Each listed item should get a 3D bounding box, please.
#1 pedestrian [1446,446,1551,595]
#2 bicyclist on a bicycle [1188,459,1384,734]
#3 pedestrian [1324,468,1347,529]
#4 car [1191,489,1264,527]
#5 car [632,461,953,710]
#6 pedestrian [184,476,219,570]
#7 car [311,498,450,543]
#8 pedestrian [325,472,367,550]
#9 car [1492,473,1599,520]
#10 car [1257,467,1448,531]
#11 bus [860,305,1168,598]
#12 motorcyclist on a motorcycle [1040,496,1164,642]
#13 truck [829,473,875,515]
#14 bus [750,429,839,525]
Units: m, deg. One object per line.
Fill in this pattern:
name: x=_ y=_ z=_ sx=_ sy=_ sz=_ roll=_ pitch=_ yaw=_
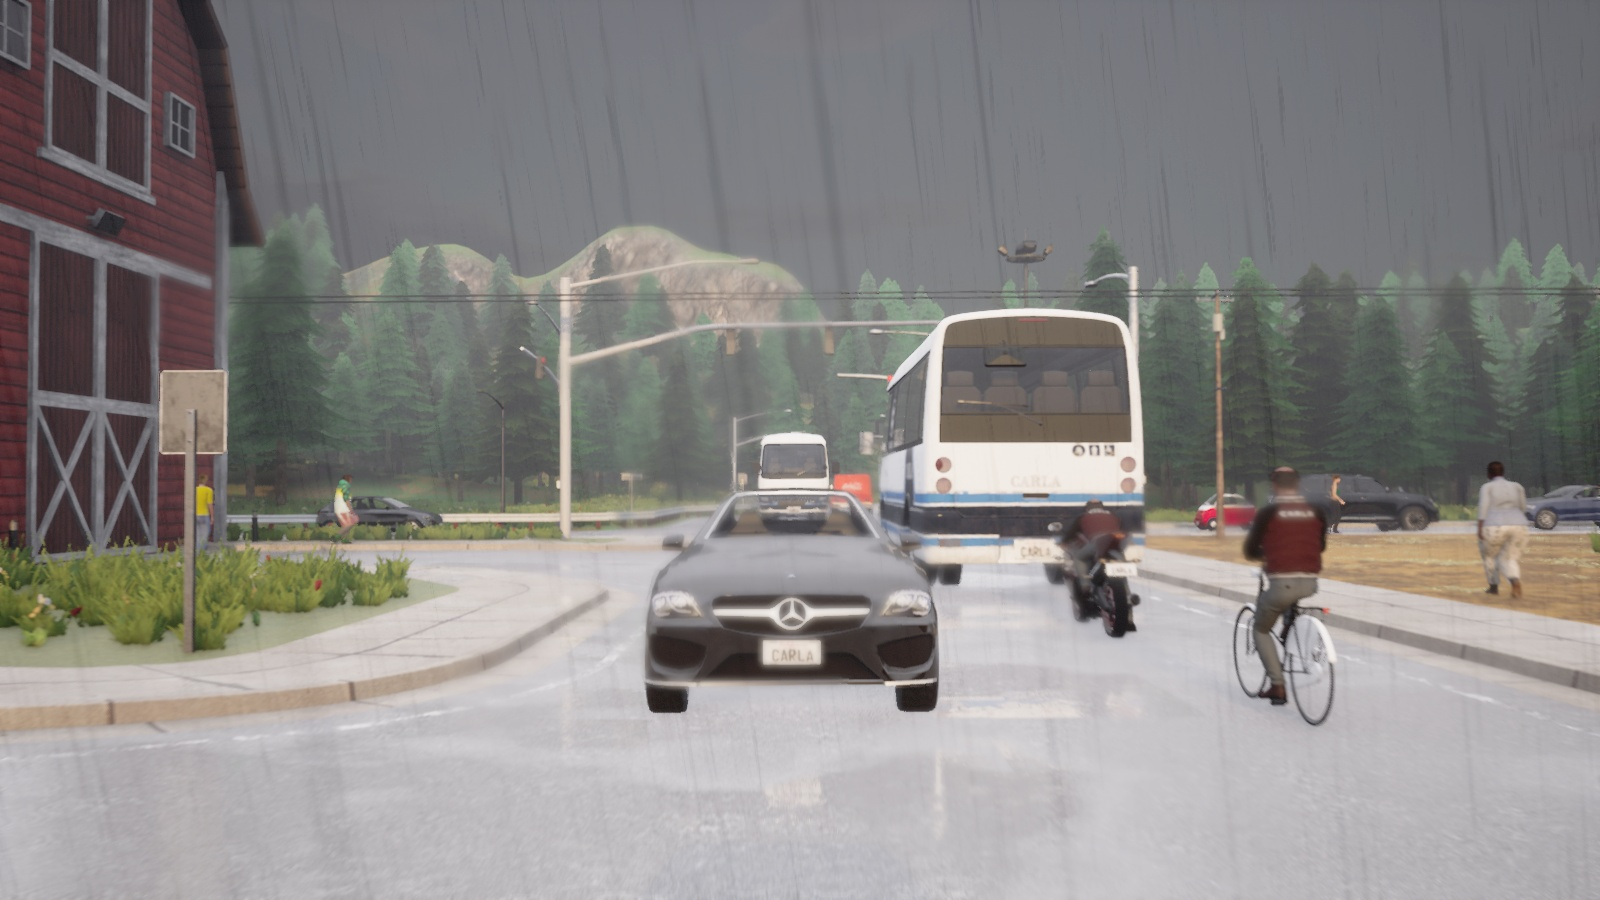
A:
pedestrian: x=9.014 y=0.900 z=16.240 sx=0.874 sy=1.855 sz=0.900 roll=-1 pitch=-2 yaw=8
bicyclist on a bicycle: x=3.447 y=0.978 z=9.104 sx=0.659 sy=1.776 sz=1.843 roll=-1 pitch=-2 yaw=0
pedestrian: x=16.228 y=1.482 z=38.066 sx=0.594 sy=1.836 sz=0.345 roll=-2 pitch=-2 yaw=23
car: x=15.876 y=2.162 z=46.716 sx=2.207 sy=1.376 sz=1.481 roll=0 pitch=-2 yaw=1
car: x=-0.063 y=0.991 z=10.996 sx=2.152 sy=1.651 sz=5.027 roll=-1 pitch=-2 yaw=0
pedestrian: x=-11.935 y=1.443 z=25.057 sx=0.354 sy=1.836 sz=0.706 roll=-1 pitch=-2 yaw=0
car: x=-14.525 y=2.440 z=43.631 sx=4.193 sy=1.474 sz=1.816 roll=-1 pitch=-2 yaw=1
pedestrian: x=-11.554 y=1.547 z=31.965 sx=0.873 sy=1.952 sz=0.659 roll=0 pitch=-2 yaw=-32
car: x=28.792 y=1.705 z=46.548 sx=5.027 sy=1.651 sz=2.152 roll=-1 pitch=-2 yaw=1
car: x=18.909 y=1.678 z=43.201 sx=5.566 sy=2.045 sz=2.150 roll=-1 pitch=-2 yaw=1
bus: x=3.370 y=0.166 z=23.521 sx=3.944 sy=4.253 sz=10.273 roll=-1 pitch=-2 yaw=0
motorcyclist on a motorcycle: x=3.426 y=1.306 z=14.469 sx=0.866 sy=1.530 sz=2.191 roll=-1 pitch=-2 yaw=0
truck: x=3.182 y=2.711 z=77.720 sx=2.627 sy=2.467 sz=5.204 roll=-1 pitch=-1 yaw=0
bus: x=-0.288 y=1.376 z=61.639 sx=3.944 sy=4.253 sz=10.273 roll=-1 pitch=-2 yaw=0
